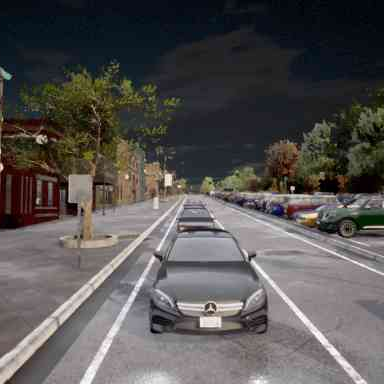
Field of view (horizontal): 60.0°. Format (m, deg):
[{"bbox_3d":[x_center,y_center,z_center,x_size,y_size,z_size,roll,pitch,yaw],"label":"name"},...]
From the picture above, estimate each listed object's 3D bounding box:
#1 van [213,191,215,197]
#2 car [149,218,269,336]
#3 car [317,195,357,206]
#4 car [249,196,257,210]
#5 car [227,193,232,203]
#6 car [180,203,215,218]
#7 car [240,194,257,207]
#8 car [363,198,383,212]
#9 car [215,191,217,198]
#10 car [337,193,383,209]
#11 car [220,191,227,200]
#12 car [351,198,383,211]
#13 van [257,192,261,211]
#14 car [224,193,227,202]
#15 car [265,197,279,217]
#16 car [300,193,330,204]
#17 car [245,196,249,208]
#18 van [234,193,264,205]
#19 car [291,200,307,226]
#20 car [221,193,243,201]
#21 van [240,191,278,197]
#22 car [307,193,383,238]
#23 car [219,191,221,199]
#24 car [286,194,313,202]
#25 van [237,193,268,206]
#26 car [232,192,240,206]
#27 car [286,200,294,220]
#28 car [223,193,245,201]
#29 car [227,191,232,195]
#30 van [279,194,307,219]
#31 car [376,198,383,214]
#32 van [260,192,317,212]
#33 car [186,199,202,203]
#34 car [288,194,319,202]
[{"bbox_3d":[8.624,0.764,89.989,4.442,1.987,1.878,0,1,0],"label":"van"},{"bbox_3d":[0.251,1.524,6.892,1.812,1.442,4.674,0,0,0],"label":"car"},{"bbox_3d":[22.290,1.332,51.381,5.366,1.575,1.946,0,1,0],"label":"car"},{"bbox_3d":[9.161,1.470,36.726,4.792,1.488,2.163,0,0,0],"label":"car"},{"bbox_3d":[8.981,1.290,56.355,4.892,1.521,2.231,0,1,0],"label":"car"},{"bbox_3d":[0.189,1.532,17.471,2.033,1.411,5.357,0,0,0],"label":"car"},{"bbox_3d":[9.097,1.409,42.336,4.892,1.521,2.231,0,0,0],"label":"car"},{"bbox_3d":[22.177,1.469,37.494,4.792,1.488,2.163,0,0,0],"label":"car"},{"bbox_3d":[8.797,1.064,81.582,5.008,1.535,2.097,0,1,0],"label":"car"},{"bbox_3d":[22.137,1.153,43.050,5.566,2.045,2.435,0,0,0],"label":"car"},{"bbox_3d":[8.897,0.963,64.761,5.566,2.045,2.435,0,1,0],"label":"car"},{"bbox_3d":[22.214,1.452,40.278,4.792,1.488,2.163,0,0,0],"label":"car"},{"bbox_3d":[9.269,1.222,33.922,4.442,1.987,1.878,0,0,0],"label":"van"},{"bbox_3d":[8.944,1.279,61.961,4.674,1.452,2.002,0,1,0],"label":"car"},{"bbox_3d":[9.188,1.460,28.313,5.008,1.535,2.097,0,0,0],"label":"car"},{"bbox_3d":[22.074,1.135,59.707,4.553,1.767,2.185,0,1,0],"label":"car"},{"bbox_3d":[9.108,1.465,39.533,4.674,1.452,2.002,0,0,0],"label":"car"},{"bbox_3d":[9.125,1.088,53.550,4.442,1.987,1.878,0,1,0],"label":"van"},{"bbox_3d":[9.070,1.466,19.903,5.366,1.575,1.946,0,0,0],"label":"car"},{"bbox_3d":[8.833,1.014,73.172,4.553,1.767,2.185,0,1,0],"label":"car"},{"bbox_3d":[9.187,1.163,45.143,4.442,1.987,1.878,0,0,0],"label":"van"},{"bbox_3d":[9.247,1.221,17.100,5.566,2.045,2.435,0,0,0],"label":"car"},{"bbox_3d":[8.877,0.938,67.565,5.566,2.045,2.435,0,1,0],"label":"car"},{"bbox_3d":[21.988,1.188,68.035,4.892,1.521,2.231,0,1,0],"label":"car"},{"bbox_3d":[9.145,1.113,50.747,4.442,1.987,1.878,0,1,0],"label":"van"},{"bbox_3d":[9.021,1.113,47.942,5.566,2.045,2.435,0,1,0],"label":"car"},{"bbox_3d":[9.237,1.506,22.707,4.674,1.452,2.002,0,0,0],"label":"car"},{"bbox_3d":[8.854,1.039,70.369,4.553,1.767,2.185,0,1,0],"label":"car"},{"bbox_3d":[8.998,1.139,59.157,4.553,1.767,2.185,0,1,0],"label":"car"},{"bbox_3d":[9.331,1.237,25.511,4.442,1.987,1.878,0,0,0],"label":"van"},{"bbox_3d":[22.411,1.444,34.724,5.366,1.575,1.946,0,0,0],"label":"car"},{"bbox_3d":[9.056,1.230,31.119,4.442,1.987,1.878,0,0,0],"label":"van"},{"bbox_3d":[0.212,1.442,30.099,2.128,1.511,4.902,0,0,0],"label":"car"},{"bbox_3d":[21.817,1.209,65.256,5.366,1.575,1.946,0,0,0],"label":"car"}]
